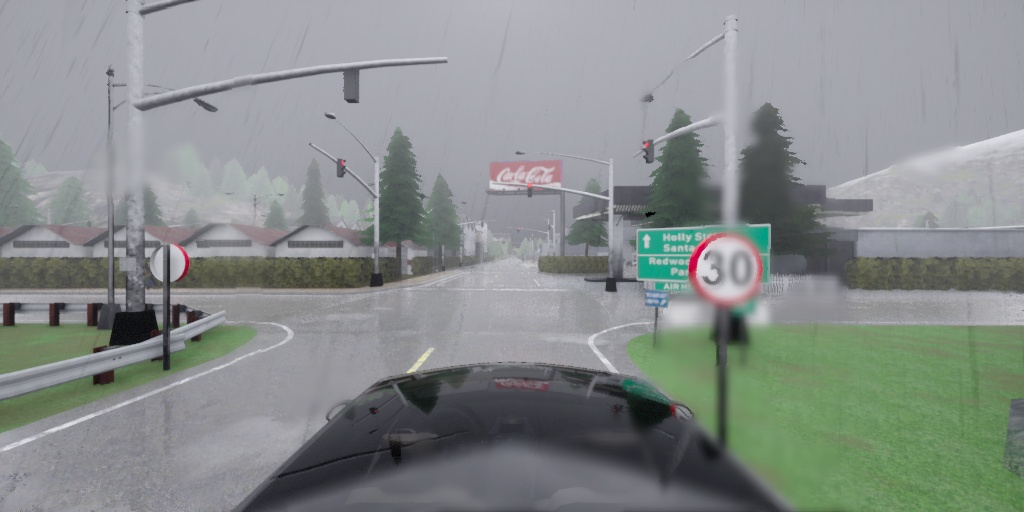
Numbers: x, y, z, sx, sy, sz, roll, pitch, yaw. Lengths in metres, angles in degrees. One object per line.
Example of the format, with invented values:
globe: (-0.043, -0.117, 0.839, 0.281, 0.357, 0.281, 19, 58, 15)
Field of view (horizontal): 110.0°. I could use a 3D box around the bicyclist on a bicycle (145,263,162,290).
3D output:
bicyclist on a bicycle: (-21.677, 1.243, 21.354, 0.582, 1.620, 1.656, 0, 0, 1)
